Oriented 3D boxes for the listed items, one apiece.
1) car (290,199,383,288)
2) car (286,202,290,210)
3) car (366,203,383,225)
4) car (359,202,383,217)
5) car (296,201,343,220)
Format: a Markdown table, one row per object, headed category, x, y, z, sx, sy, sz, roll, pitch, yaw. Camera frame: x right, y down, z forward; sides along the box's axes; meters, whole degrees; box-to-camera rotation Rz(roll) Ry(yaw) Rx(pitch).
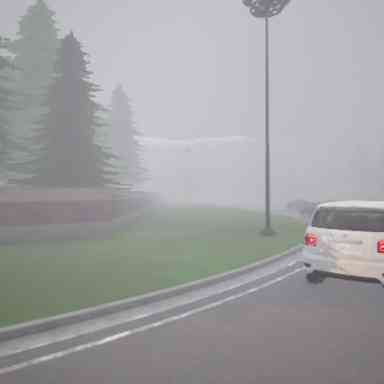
| category | x | y | z | sx | sy | sz | roll | pitch | yaw |
| --- | --- | --- | --- | --- | --- | --- | --- | --- | --- |
| car | 4.795 | 1.243 | 9.019 | 2.150 | 2.045 | 5.566 | 0 | 0 | 37 |
| car | 13.882 | 1.647 | 43.621 | 1.837 | 1.490 | 4.892 | 0 | 0 | -5 |
| car | 14.547 | 1.572 | 24.372 | 1.812 | 1.442 | 4.674 | 0 | 0 | 9 |
| car | 18.392 | 1.666 | 32.128 | 1.895 | 1.301 | 4.718 | 0 | 0 | -3 |
| car | 11.651 | 1.640 | 30.852 | 2.033 | 1.411 | 5.357 | 0 | 0 | -4 |
